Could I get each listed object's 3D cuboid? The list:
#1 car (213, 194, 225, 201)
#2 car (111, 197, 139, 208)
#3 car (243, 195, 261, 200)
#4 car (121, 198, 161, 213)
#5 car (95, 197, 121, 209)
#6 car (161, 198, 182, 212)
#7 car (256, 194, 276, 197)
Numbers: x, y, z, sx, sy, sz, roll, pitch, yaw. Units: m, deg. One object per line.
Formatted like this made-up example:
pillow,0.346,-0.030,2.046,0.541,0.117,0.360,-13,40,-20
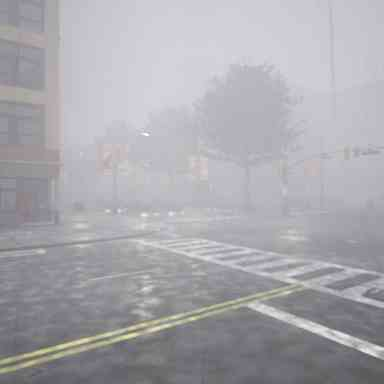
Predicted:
car,5.834,1.329,79.661,2.161,1.482,4.786,0,0,-36
car,-9.913,1.514,48.738,2.033,1.411,5.357,0,0,-35
car,15.473,1.360,86.130,1.895,1.301,4.718,0,0,-36
car,-5.702,1.477,36.872,1.837,1.490,4.892,0,0,-36
car,-11.537,1.450,44.992,1.882,1.535,5.008,0,0,-36
car,-3.048,1.472,39.176,1.837,1.490,4.892,0,0,-36
car,16.326,1.230,72.199,2.002,1.452,4.674,0,0,-36
